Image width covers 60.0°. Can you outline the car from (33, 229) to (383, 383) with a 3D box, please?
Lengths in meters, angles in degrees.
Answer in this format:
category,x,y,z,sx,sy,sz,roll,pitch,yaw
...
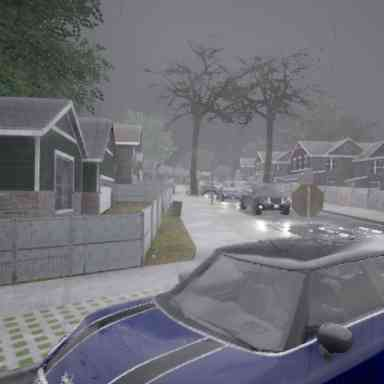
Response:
category,x,y,z,sx,sy,sz,roll,pitch,yaw
car,0.834,1.352,3.445,4.553,1.767,2.097,0,0,-34

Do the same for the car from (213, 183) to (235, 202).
category,x,y,z,sx,sy,sz,roll,pitch,yaw
car,3.688,0.157,34.108,1.812,1.442,4.674,1,3,-6

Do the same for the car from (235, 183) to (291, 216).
category,x,y,z,sx,sy,sz,roll,pitch,yaw
car,4.839,0.400,22.820,2.150,2.045,5.566,1,2,-6

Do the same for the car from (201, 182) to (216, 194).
category,x,y,z,sx,sy,sz,roll,pitch,yaw
car,2.376,-0.454,47.262,2.033,1.411,5.357,1,3,-6
